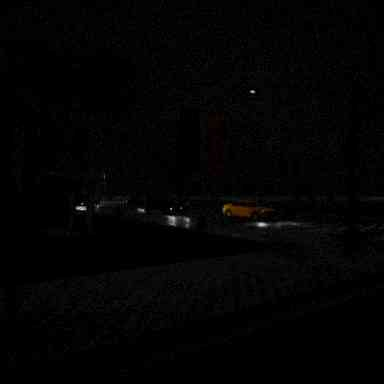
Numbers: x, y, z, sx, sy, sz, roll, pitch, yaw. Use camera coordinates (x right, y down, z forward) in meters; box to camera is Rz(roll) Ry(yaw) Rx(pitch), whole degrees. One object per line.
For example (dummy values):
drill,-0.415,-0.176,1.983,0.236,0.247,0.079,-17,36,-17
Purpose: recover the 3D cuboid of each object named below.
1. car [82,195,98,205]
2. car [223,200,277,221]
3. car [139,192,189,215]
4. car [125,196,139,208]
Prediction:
car,-15.857,1.203,50.561,1.812,1.442,4.674,2,-1,-35
car,4.622,1.433,27.044,1.882,1.535,5.008,2,0,-35
car,-2.520,1.037,31.541,2.150,2.045,5.566,2,-1,-35
car,-7.128,1.306,43.721,2.128,1.511,4.902,2,-1,-35
